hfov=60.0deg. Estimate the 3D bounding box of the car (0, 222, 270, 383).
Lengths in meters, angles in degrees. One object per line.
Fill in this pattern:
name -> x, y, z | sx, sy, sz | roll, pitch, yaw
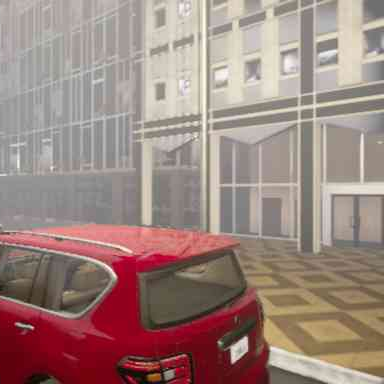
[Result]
car -> -1.572, 1.308, 3.996 | 5.009, 1.841, 2.192 | 0, 0, 35
